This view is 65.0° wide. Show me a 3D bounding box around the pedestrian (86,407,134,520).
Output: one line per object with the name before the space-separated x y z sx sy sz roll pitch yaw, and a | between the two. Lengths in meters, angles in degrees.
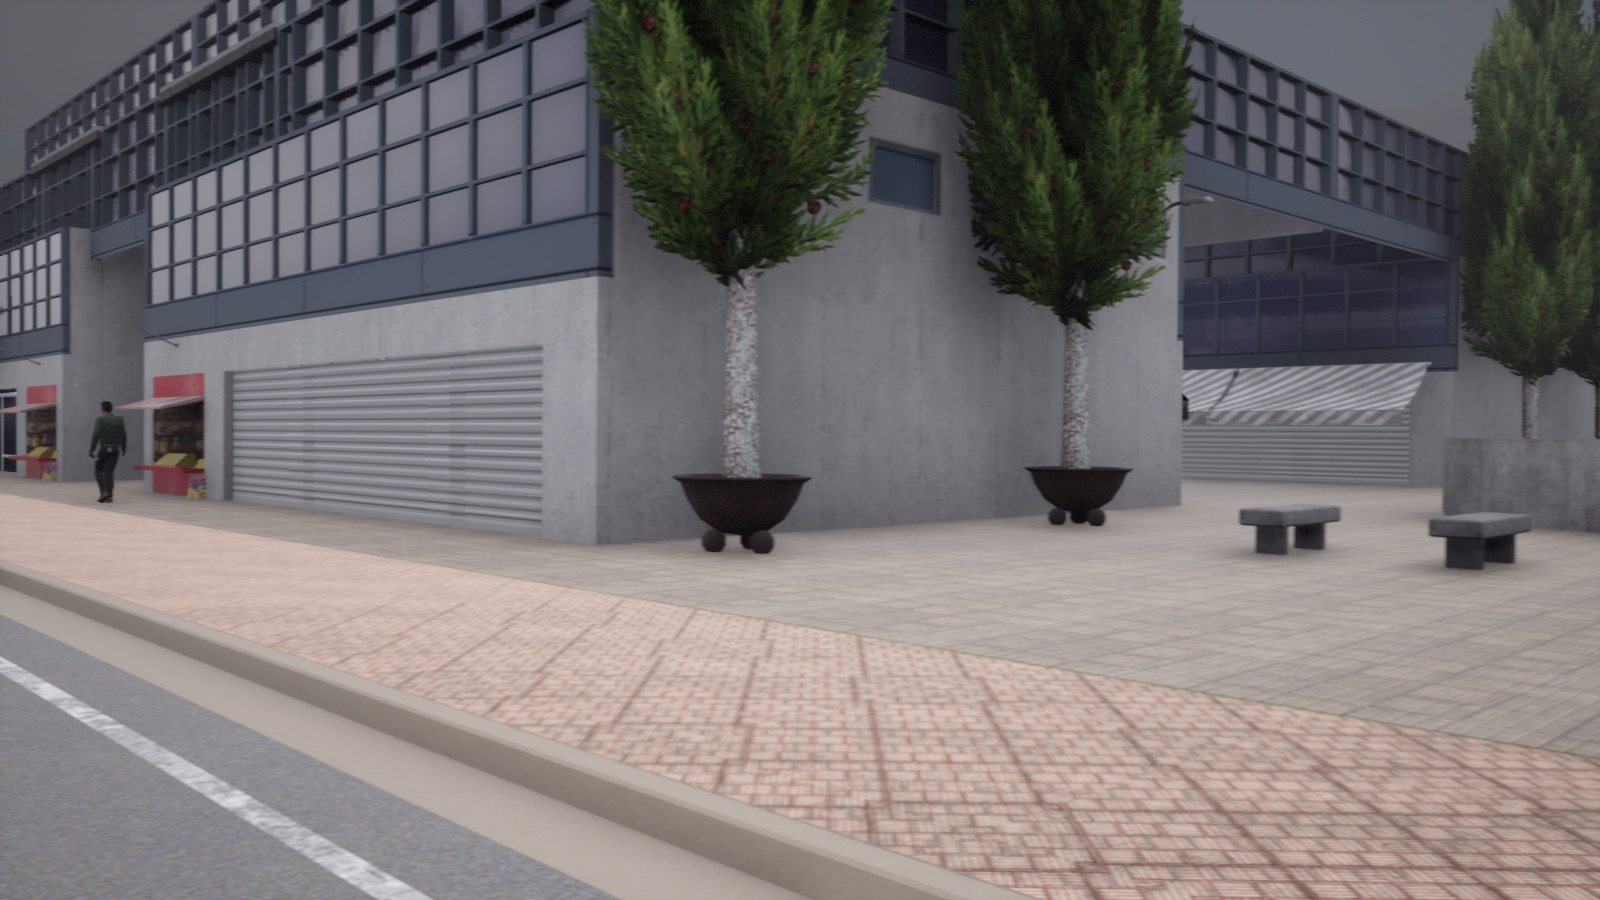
pedestrian | -12.189 0.230 22.196 0.788 1.949 0.423 0 1 36
